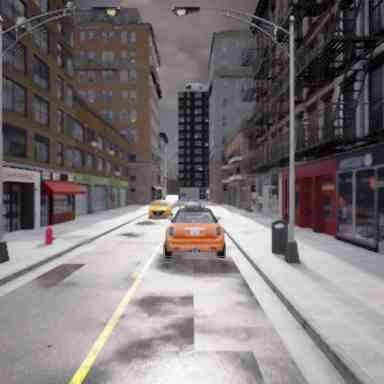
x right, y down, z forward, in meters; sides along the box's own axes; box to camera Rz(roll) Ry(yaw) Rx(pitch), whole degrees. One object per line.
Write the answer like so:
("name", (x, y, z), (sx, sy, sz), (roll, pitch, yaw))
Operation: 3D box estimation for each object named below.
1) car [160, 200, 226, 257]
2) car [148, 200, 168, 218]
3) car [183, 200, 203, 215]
("car", (0.096, 1.370, 13.128), (2.097, 1.767, 4.553), (0, 0, 0))
("car", (-2.846, 1.521, 30.419), (1.882, 1.535, 5.008), (0, 0, 0))
("car", (0.096, 1.598, 35.549), (2.033, 1.411, 5.357), (0, 0, 0))
